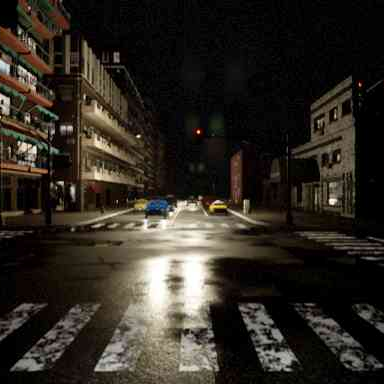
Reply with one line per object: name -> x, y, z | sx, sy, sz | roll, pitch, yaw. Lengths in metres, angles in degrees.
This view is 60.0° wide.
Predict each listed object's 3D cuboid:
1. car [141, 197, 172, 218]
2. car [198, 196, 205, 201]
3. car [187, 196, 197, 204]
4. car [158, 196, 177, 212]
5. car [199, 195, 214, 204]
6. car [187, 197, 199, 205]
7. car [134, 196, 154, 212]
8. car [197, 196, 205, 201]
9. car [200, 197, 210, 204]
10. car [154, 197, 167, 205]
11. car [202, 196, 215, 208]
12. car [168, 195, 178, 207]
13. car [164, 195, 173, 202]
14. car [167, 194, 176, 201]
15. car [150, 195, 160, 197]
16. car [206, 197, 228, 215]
car -> -3.144, 1.513, 30.617 | 1.882, 1.535, 5.008 | 0, 0, 0
car -> 2.562, 1.689, 89.321 | 1.752, 1.417, 4.829 | 0, 0, 0
car -> -0.056, 1.658, 70.573 | 2.033, 1.411, 5.357 | 0, 0, 0
car -> -3.140, 1.576, 39.895 | 1.812, 1.442, 4.674 | 0, 0, 0
car -> 2.620, 1.383, 50.377 | 2.192, 1.841, 5.009 | 0, 0, 0
car -> 0.010, 1.690, 60.365 | 1.895, 1.301, 4.718 | 0, 0, 0
car -> -5.745, 1.574, 39.115 | 1.752, 1.417, 4.829 | 0, 0, 0
car -> 2.554, 1.730, 94.690 | 2.008, 1.369, 4.403 | 0, 0, 0
car -> 2.595, 1.655, 66.994 | 2.008, 1.369, 4.403 | 0, 0, 0
car -> -5.778, 1.642, 61.442 | 2.008, 1.369, 4.403 | 0, 0, 0
car -> 2.627, 1.640, 44.838 | 1.802, 1.307, 4.206 | 0, 0, 0
car -> -3.148, 1.572, 49.963 | 1.837, 1.490, 4.892 | 0, 0, 0
car -> -5.810, 1.587, 83.599 | 1.967, 1.590, 4.097 | 0, 0, 0
car -> -5.826, 1.494, 94.679 | 2.192, 1.841, 5.009 | 0, 0, 0
car -> -5.760, 1.383, 50.364 | 2.192, 1.841, 5.009 | 0, 0, 0
car -> 2.644, 1.566, 33.929 | 1.752, 1.417, 4.829 | 0, 0, 0
